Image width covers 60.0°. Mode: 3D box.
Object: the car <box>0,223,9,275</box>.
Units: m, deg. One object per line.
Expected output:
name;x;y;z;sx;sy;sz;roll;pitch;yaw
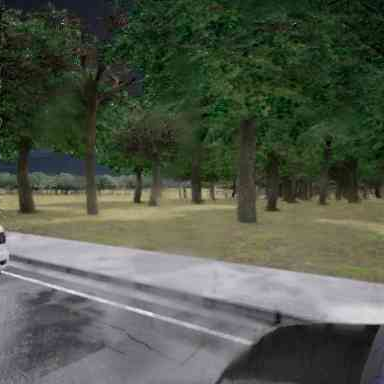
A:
car;-6.870;1.220;8.468;5.566;2.045;2.150;0;0;36

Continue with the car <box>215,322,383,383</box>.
car;2.109;1.564;2.059;4.181;1.385;1.994;0;0;36
